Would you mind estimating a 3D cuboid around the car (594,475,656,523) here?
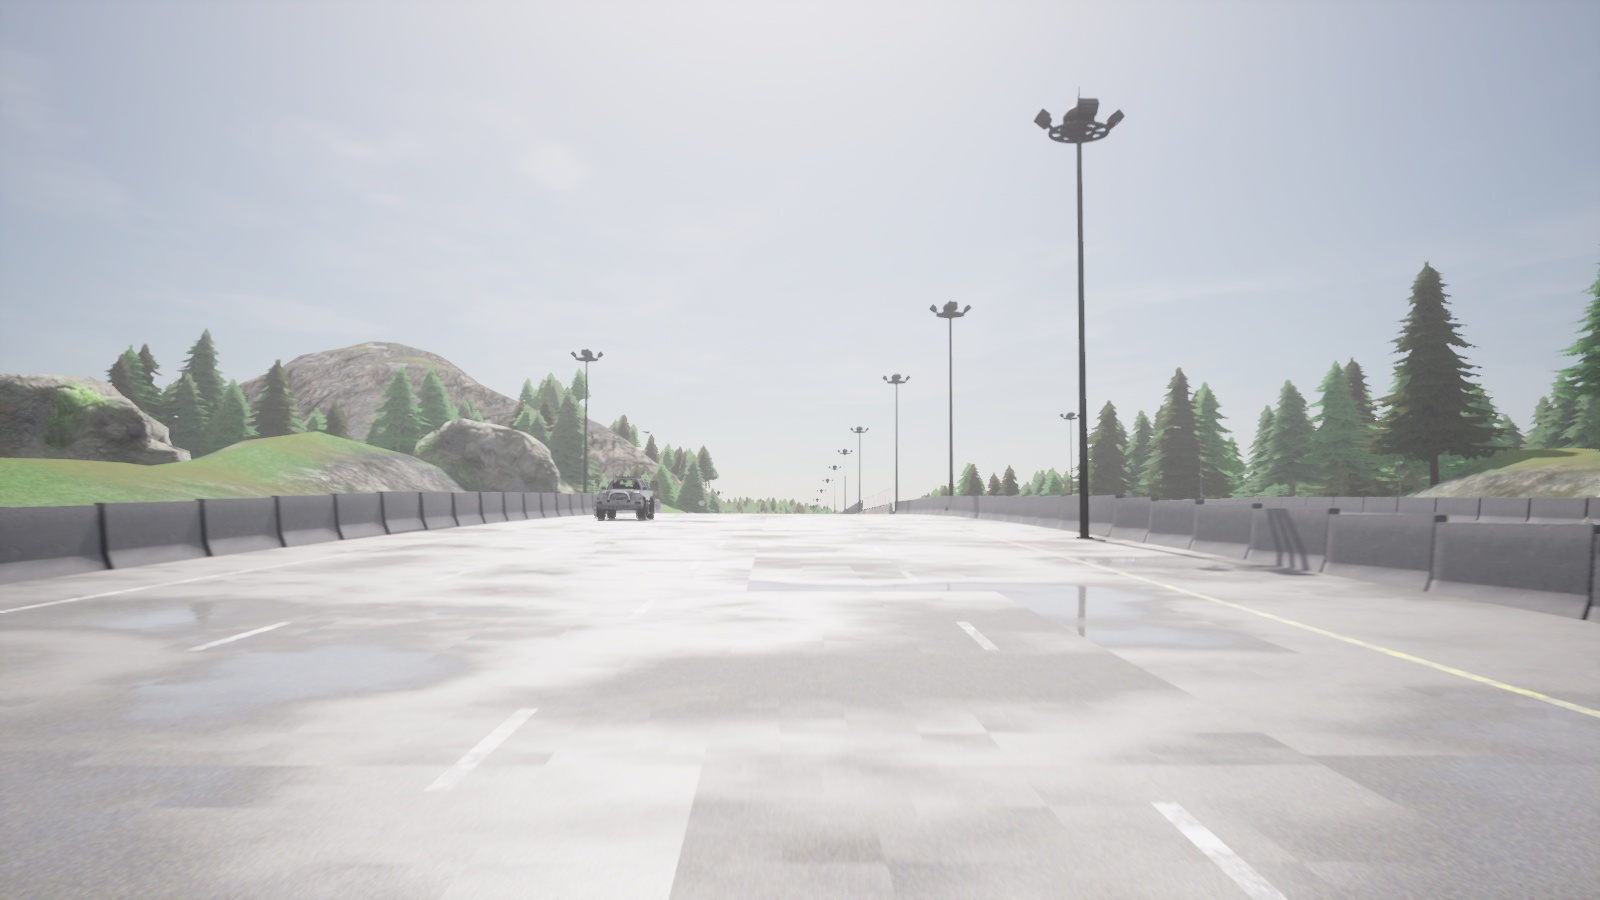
[{"bbox_3d":[-7.125,2.004,51.603,1.932,1.855,4.605,0,-2,0],"label":"car"}]
